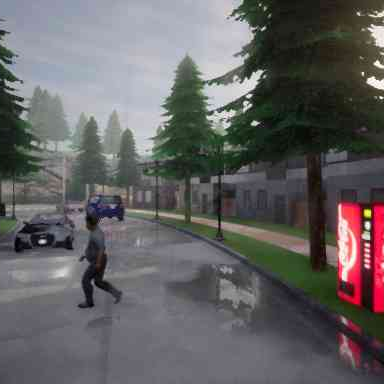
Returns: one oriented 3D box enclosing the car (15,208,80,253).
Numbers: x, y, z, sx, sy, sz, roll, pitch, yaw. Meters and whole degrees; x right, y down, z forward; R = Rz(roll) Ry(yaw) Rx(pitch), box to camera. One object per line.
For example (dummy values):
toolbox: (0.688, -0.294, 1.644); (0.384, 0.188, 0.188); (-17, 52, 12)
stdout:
car: (-5.842, 1.563, 13.679); (1.994, 1.385, 4.181); (0, 0, -16)

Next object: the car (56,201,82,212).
car: (-13.632, 1.600, 37.135); (1.895, 1.301, 4.718); (0, 0, -37)

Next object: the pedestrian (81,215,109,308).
pedestrian: (-1.859, 1.294, 6.427); (0.375, 1.860, 0.375); (0, 0, -7)

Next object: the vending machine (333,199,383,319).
vending machine: (3.461, 1.195, 6.374); (1.100, 2.100, 0.880); (0, 0, -7)

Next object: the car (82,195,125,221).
car: (-7.107, 1.222, 26.933); (2.150, 2.045, 5.566); (0, 0, -28)
